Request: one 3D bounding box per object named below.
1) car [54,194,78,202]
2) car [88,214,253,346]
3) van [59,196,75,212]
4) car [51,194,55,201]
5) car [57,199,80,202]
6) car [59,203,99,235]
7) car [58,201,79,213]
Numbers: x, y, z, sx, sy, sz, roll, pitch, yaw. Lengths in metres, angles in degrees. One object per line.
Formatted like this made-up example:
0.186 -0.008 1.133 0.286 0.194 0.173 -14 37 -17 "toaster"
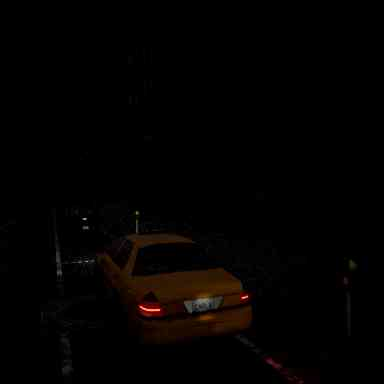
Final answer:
-12.570 1.317 33.931 2.192 1.841 5.009 0 0 -23 "car"
-0.844 1.457 6.730 1.801 1.575 5.366 0 0 -23 "car"
-14.706 1.343 39.024 1.690 1.788 3.998 0 0 -23 "van"
-31.948 1.470 79.387 1.967 1.590 4.097 0 0 -24 "car"
-10.433 1.567 28.837 1.947 1.339 4.313 0 0 -23 "car"
-6.160 1.552 18.650 2.008 1.369 4.403 0 0 -23 "car"
-8.296 1.552 23.743 2.008 1.369 4.403 0 0 -23 "car"
